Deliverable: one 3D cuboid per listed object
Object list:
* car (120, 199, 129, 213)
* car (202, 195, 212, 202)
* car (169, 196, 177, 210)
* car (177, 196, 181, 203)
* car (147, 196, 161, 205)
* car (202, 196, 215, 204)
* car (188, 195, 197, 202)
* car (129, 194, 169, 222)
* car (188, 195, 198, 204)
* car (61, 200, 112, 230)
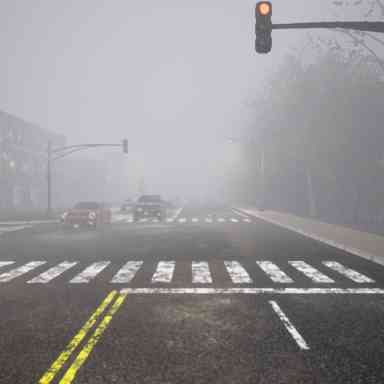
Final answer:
[{"bbox_3d":[-6.556,1.479,36.526,2.128,1.511,4.902,0,0,0],"label":"car"},{"bbox_3d":[3.341,1.510,74.711,2.033,1.411,5.357,0,0,0],"label":"car"},{"bbox_3d":[-3.298,1.549,42.390,1.994,1.385,4.181,0,0,0],"label":"car"},{"bbox_3d":[-3.193,1.539,65.997,1.994,1.385,4.181,0,0,1],"label":"car"},{"bbox_3d":[-6.513,1.456,57.334,1.882,1.535,5.008,0,0,0],"label":"car"},{"bbox_3d":[3.429,1.576,64.693,1.895,1.301,4.718,0,0,0],"label":"car"},{"bbox_3d":[0.094,1.494,74.636,2.128,1.511,4.902,0,0,0],"label":"car"},{"bbox_3d":[-3.319,1.215,26.882,2.150,2.045,5.566,0,0,0],"label":"car"},{"bbox_3d":[0.175,1.576,64.870,1.895,1.301,4.718,0,0,0],"label":"car"},{"bbox_3d":[-6.575,1.346,21.144,2.097,1.767,4.553,0,0,0],"label":"car"}]
